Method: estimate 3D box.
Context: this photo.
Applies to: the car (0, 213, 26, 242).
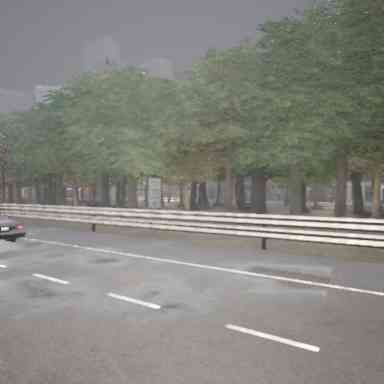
[{"bbox_3d":[-9.653,1.553,15.049,5.357,1.411,2.033,0,0,35],"label":"car"}]
